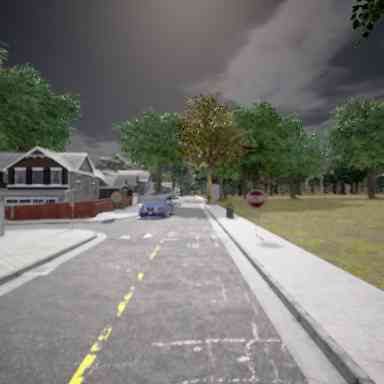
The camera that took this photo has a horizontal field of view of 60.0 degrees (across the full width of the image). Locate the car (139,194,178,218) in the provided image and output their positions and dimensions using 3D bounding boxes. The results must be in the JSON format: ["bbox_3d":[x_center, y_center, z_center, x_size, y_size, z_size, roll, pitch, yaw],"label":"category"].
[{"bbox_3d":[-3.067,1.306,30.214,2.150,2.045,5.566,0,2,8],"label":"car"}]

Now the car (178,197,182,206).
[{"bbox_3d":[-2.745,1.516,54.395,1.812,1.442,4.674,0,0,0],"label":"car"}]
